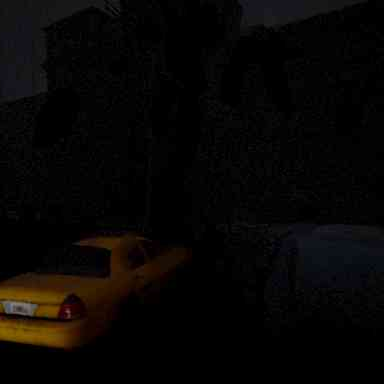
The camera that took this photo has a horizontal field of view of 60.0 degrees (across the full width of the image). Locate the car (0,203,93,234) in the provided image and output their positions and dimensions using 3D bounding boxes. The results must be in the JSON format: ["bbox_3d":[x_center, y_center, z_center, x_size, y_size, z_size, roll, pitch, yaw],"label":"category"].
[{"bbox_3d":[-3.991,1.284,8.365,2.435,2.045,5.566,0,-1,16],"label":"car"}]

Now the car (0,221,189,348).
[{"bbox_3d":[-1.499,1.517,6.734,1.946,1.575,5.366,0,-1,16],"label":"car"}]
